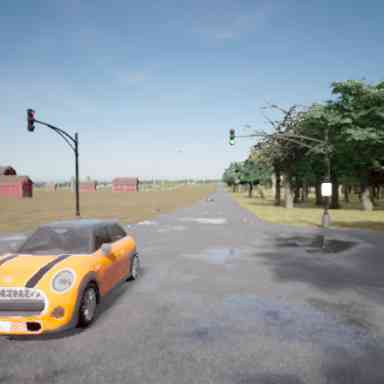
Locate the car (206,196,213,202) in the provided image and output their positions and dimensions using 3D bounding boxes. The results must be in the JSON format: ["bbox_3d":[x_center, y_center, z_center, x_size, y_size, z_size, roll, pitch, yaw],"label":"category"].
[{"bbox_3d":[4.410,1.749,83.444,2.128,1.511,4.902,0,0,5],"label":"car"}]

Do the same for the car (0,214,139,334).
[{"bbox_3d":[-2.646,1.427,7.176,2.097,1.767,4.553,0,-1,5],"label":"car"}]
